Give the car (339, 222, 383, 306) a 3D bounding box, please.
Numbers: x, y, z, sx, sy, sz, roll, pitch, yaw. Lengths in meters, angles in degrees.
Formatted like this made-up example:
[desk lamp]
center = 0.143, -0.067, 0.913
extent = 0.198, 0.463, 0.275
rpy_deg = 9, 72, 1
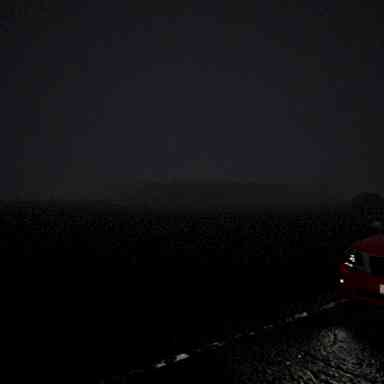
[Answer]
[car]
center = 5.396, 1.219, 6.905
extent = 5.566, 2.045, 2.150
rpy_deg = 0, 0, -35
